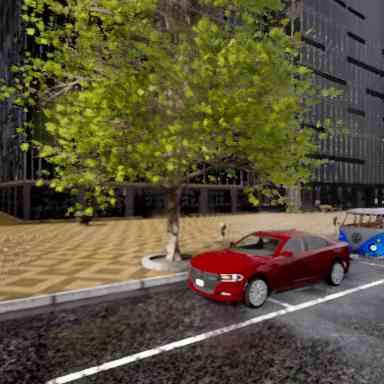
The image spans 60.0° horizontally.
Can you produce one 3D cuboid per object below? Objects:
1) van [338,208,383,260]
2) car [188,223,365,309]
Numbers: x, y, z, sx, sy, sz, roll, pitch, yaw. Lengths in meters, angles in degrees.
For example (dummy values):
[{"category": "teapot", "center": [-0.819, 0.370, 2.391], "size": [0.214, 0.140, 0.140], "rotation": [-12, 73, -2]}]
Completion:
[{"category": "van", "center": [6.609, 1.430, 11.279], "size": [3.998, 1.788, 1.690], "rotation": [1, 0, -36]}, {"category": "car", "center": [1.994, 1.592, 7.984], "size": [4.507, 1.381, 1.887], "rotation": [1, 0, -36]}]
